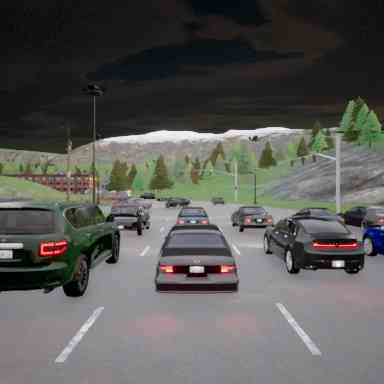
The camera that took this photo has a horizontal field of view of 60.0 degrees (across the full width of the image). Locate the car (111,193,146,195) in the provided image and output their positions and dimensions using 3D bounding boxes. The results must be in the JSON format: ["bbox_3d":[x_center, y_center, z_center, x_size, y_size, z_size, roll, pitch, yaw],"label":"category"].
[{"bbox_3d":[-10.271,1.477,53.972,1.882,1.535,5.008,2,1,37],"label":"car"}]

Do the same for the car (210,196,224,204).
[{"bbox_3d":[4.561,1.492,61.450,2.128,1.511,4.902,1,0,-8],"label":"car"}]

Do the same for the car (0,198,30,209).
[{"bbox_3d":[-25.338,1.526,46.325,4.674,1.442,1.812,0,0,-1],"label":"car"}]

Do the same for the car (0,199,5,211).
[{"bbox_3d":[-24.973,1.525,39.326,4.674,1.442,1.812,0,0,-1],"label":"car"}]

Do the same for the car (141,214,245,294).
[{"bbox_3d":[0.082,1.547,8.952,2.033,1.411,5.357,0,0,0],"label":"car"}]

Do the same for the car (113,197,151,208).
[{"bbox_3d":[-8.857,1.547,49.353,5.357,1.411,2.033,0,0,-40],"label":"car"}]

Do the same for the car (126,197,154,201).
[{"bbox_3d":[-6.933,1.563,37.921,4.181,1.385,1.994,0,0,-23],"label":"car"}]

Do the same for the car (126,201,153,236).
[{"bbox_3d":[-3.460,1.491,18.561,2.128,1.511,4.902,0,0,0],"label":"car"}]

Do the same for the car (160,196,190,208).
[{"bbox_3d":[-1.889,1.504,46.998,1.837,1.490,4.892,2,1,33],"label":"car"}]

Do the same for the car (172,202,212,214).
[{"bbox_3d":[0.043,1.547,19.021,2.033,1.411,5.357,0,0,0],"label":"car"}]

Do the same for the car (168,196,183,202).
[{"bbox_3d":[-3.813,1.595,76.266,1.895,1.301,4.718,0,0,-23],"label":"car"}]

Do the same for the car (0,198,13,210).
[{"bbox_3d":[-26.257,1.547,42.808,5.357,1.411,2.033,0,0,-1],"label":"car"}]

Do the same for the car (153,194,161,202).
[{"bbox_3d":[-6.489,1.595,73.422,1.895,1.301,4.718,0,0,-23],"label":"car"}]

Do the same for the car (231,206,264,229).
[{"bbox_3d":[3.520,1.547,20.038,2.033,1.411,5.357,0,0,-1],"label":"car"}]

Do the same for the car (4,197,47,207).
[{"bbox_3d":[-24.923,1.546,49.829,5.357,1.411,2.033,0,0,-1],"label":"car"}]

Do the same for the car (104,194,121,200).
[{"bbox_3d":[-21.537,1.354,90.122,4.553,1.767,2.097,0,0,42],"label":"car"}]

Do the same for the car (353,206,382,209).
[{"bbox_3d":[10.521,1.547,19.991,2.033,1.411,5.357,0,0,-1],"label":"car"}]

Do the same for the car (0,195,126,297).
[{"bbox_3d":[-3.420,1.221,8.707,2.150,2.045,5.566,0,0,0],"label":"car"}]

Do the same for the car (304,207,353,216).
[{"bbox_3d":[7.033,1.564,19.018,1.994,1.385,4.181,0,0,0],"label":"car"}]

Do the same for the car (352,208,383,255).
[{"bbox_3d":[7.075,1.477,10.030,1.882,1.535,5.008,0,0,0],"label":"car"}]

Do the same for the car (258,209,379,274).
[{"bbox_3d":[3.576,1.505,10.545,1.837,1.490,4.892,0,0,0],"label":"car"}]

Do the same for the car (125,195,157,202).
[{"bbox_3d":[-7.679,1.525,45.791,4.674,1.442,1.812,0,1,-35],"label":"car"}]
